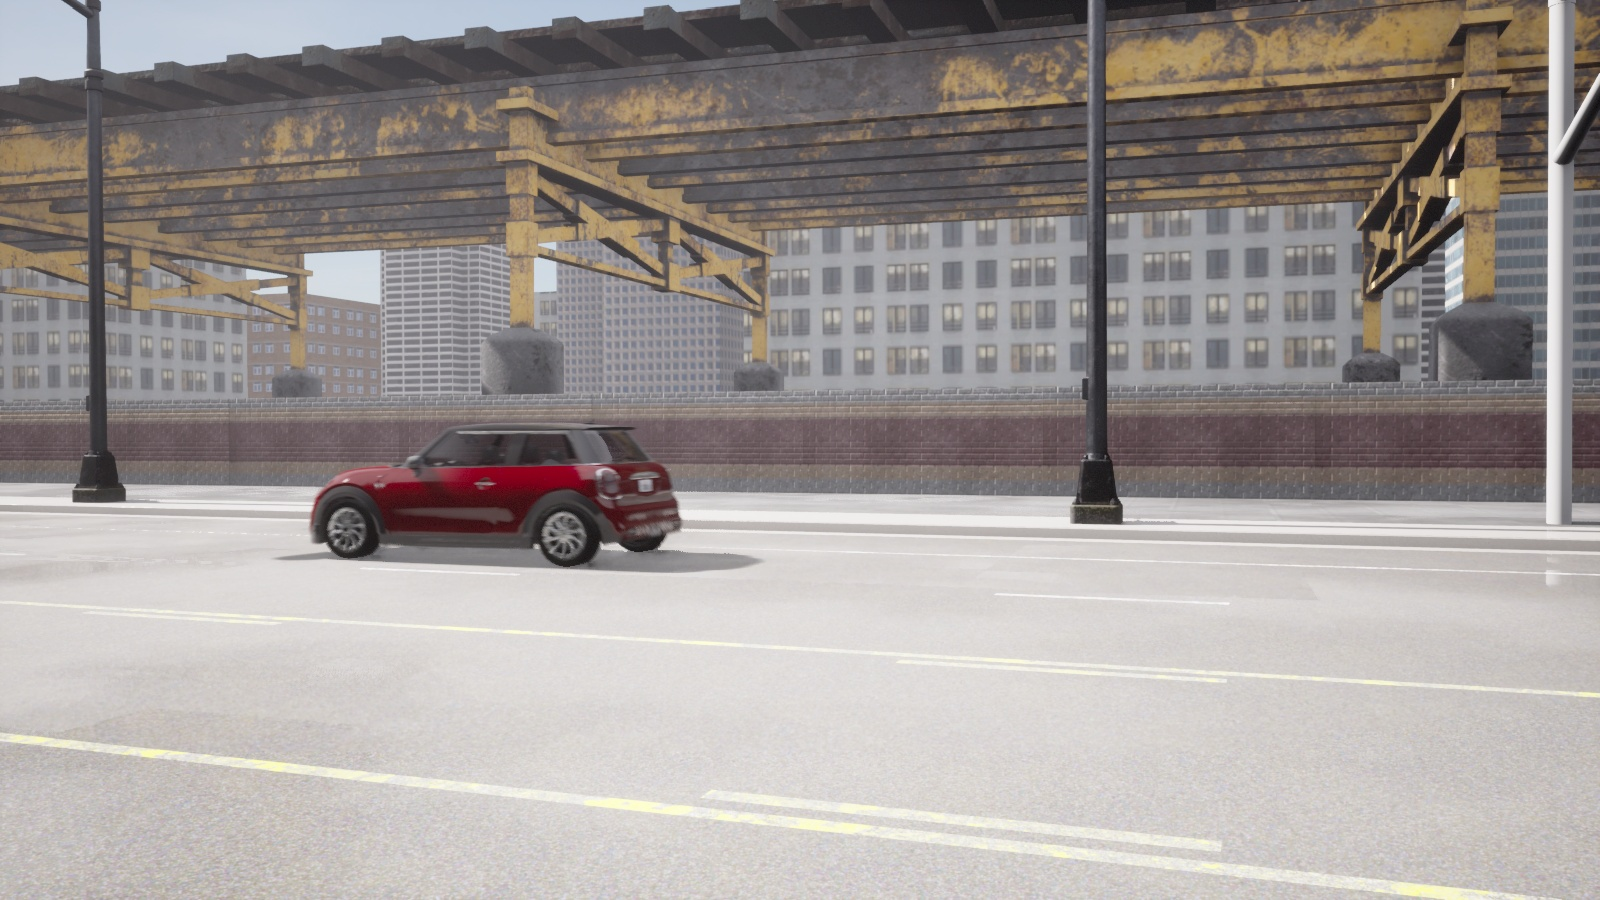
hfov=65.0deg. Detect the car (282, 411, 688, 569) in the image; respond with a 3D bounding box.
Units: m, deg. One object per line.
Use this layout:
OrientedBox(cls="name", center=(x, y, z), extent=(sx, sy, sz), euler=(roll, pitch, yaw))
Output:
OrientedBox(cls="car", center=(-3.922, 0.417, 15.794), extent=(4.553, 1.767, 2.097), euler=(1, 1, 20))
